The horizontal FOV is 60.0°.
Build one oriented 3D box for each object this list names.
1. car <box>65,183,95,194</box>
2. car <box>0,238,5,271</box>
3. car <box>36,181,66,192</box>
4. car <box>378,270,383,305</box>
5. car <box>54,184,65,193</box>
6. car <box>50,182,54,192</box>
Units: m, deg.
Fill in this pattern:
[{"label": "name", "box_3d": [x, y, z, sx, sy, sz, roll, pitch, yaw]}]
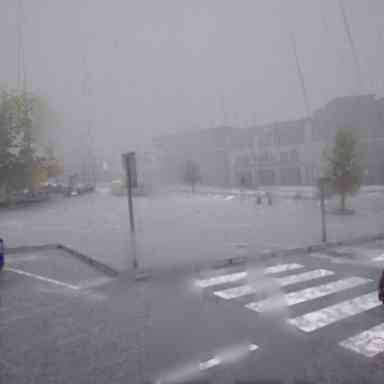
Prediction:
[{"label": "car", "box_3d": [-17.233, -0.575, 52.655, 2.163, 1.488, 4.792, 1, 6, 17]}, {"label": "car", "box_3d": [-7.016, 1.499, 9.048, 5.008, 1.535, 2.097, -1, -1, 36]}, {"label": "car", "box_3d": [-24.425, -0.996, 57.837, 2.097, 1.535, 5.008, 1, 6, 15]}, {"label": "car", "box_3d": [5.515, 1.565, 6.538, 4.181, 1.385, 1.994, 0, 0, -35]}, {"label": "car", "box_3d": [-19.606, -0.740, 54.428, 2.231, 1.521, 4.892, 1, 6, 16]}, {"label": "car", "box_3d": [-22.016, -0.829, 56.142, 2.002, 1.452, 4.674, 0, 6, 16]}]
